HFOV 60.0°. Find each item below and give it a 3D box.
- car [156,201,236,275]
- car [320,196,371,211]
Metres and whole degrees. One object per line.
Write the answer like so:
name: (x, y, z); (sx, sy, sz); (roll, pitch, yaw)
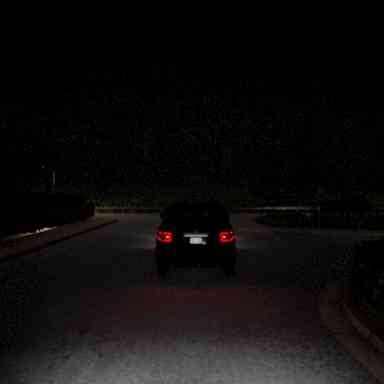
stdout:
car: (0.099, 1.304, 10.904); (2.150, 2.045, 5.566); (0, 0, 0)
car: (17.408, 1.499, 38.061); (5.566, 2.045, 2.150); (0, 0, 1)
